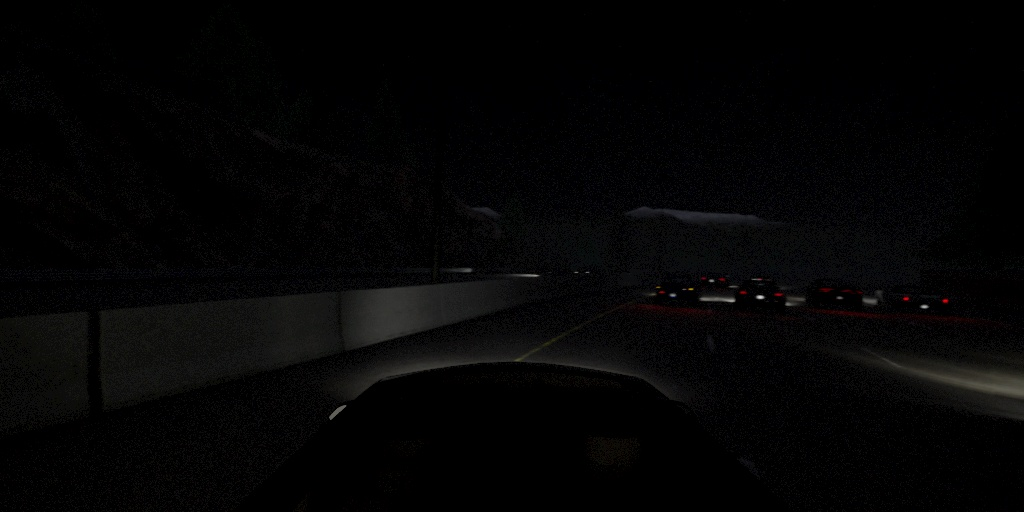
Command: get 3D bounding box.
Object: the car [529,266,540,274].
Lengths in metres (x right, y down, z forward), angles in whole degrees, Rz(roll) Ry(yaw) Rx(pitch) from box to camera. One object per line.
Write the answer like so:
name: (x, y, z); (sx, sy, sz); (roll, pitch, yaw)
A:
car: (4.113, 1.873, 48.805); (1.994, 1.385, 4.181); (2, -1, 39)

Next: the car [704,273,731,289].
car: (19.166, 2.260, 33.732); (1.994, 1.385, 4.181); (2, -1, 38)

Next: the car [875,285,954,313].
car: (21.592, 2.255, 19.495); (1.895, 1.301, 4.718); (2, -1, 34)

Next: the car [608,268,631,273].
car: (13.111, 2.135, 43.242); (1.994, 1.385, 4.181); (2, -1, 40)

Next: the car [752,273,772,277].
car: (22.738, 2.301, 32.590); (2.128, 1.511, 4.902); (2, -1, 39)

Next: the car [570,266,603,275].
car: (9.583, 1.966, 44.444); (1.837, 1.490, 4.892); (2, -1, 39)

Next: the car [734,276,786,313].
car: (12.199, 1.878, 17.794); (1.994, 1.385, 4.181); (2, -1, 32)

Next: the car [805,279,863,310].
car: (17.682, 2.000, 19.890); (1.882, 1.535, 5.008); (2, -1, 33)

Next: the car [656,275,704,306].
car: (8.933, 1.739, 19.171); (1.812, 1.442, 4.674); (2, -1, 31)

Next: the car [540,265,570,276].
car: (5.924, 1.906, 45.478); (1.994, 1.385, 4.181); (2, -1, 39)
